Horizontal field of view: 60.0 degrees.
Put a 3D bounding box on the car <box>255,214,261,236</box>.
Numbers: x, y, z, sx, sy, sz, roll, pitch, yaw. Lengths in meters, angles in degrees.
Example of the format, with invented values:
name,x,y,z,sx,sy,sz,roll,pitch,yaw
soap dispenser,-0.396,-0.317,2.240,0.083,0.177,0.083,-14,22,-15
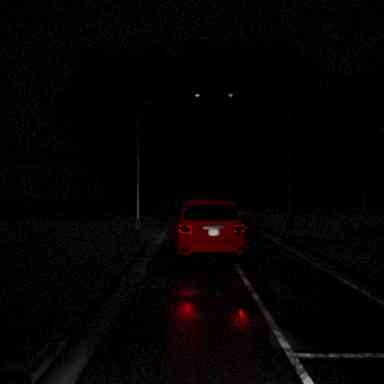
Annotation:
name,x,y,z,sx,sy,sz,roll,pitch,yaw
car,2.610,1.574,18.246,1.887,1.381,4.507,-1,0,0

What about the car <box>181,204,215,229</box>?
name,x,y,z,sx,sy,sz,roll,pitch,yaw
car,0.523,1.599,22.711,1.994,1.385,4.181,0,0,6

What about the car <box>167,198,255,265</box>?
name,x,y,z,sx,sy,sz,roll,pitch,yaw
car,0.341,1.240,12.042,2.150,2.045,5.566,0,0,-6
